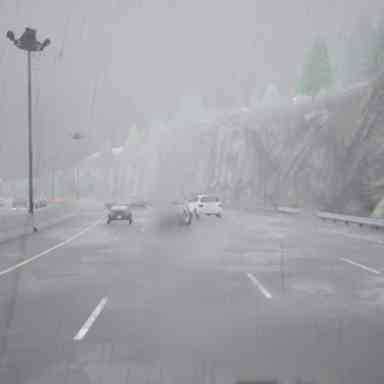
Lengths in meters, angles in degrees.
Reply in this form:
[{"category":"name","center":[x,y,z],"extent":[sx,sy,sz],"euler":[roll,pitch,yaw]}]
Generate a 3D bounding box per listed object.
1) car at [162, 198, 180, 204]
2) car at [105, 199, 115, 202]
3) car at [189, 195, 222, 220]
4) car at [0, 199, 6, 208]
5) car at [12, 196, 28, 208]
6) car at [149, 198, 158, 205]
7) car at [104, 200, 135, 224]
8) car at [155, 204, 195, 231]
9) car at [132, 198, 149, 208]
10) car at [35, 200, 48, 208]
[{"category":"car","center":[-3.891,1.778,59.914],"extent":[1.895,1.301,4.718],"euler":[-1,0,-22]},{"category":"car","center":[-13.036,1.854,53.642],"extent":[1.994,1.385,4.181],"euler":[-1,0,-20]},{"category":"car","center":[1.044,1.269,29.450],"extent":[2.150,2.045,5.566],"euler":[-1,0,-11]},{"category":"car","center":[-34.805,2.098,60.002],"extent":[1.837,1.490,4.892],"euler":[-1,0,-25]},{"category":"car","center":[-30.394,1.758,58.874],"extent":[2.150,2.045,5.566],"euler":[-1,0,-24]},{"category":"car","center":[-7.639,1.776,59.695],"extent":[2.033,1.411,5.357],"euler":[-1,0,-23]},{"category":"car","center":[-5.611,1.657,26.197],"extent":[1.812,1.442,4.674],"euler":[-1,0,-10]},{"category":"car","center":[-1.222,1.661,21.014],"extent":[1.895,1.301,4.718],"euler":[-1,0,-8]},{"category":"car","center":[-8.531,1.716,51.443],"extent":[2.128,1.511,4.902],"euler":[-1,0,-19]},{"category":"car","center":[-25.681,2.015,56.873],"extent":[2.033,1.411,5.357],"euler":[-1,0,-22]}]
